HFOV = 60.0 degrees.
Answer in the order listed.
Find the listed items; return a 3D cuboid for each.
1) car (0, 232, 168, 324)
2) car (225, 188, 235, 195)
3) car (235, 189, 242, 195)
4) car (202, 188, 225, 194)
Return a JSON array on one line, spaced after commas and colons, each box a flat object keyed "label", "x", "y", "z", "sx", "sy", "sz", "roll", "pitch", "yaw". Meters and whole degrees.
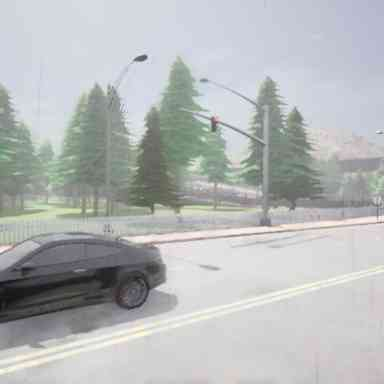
[{"label": "car", "x": -2.680, "y": 1.539, "z": 6.364, "sx": 4.674, "sy": 1.442, "sz": 1.812, "roll": 1, "pitch": 0, "yaw": -36}, {"label": "car", "x": 7.129, "y": -0.157, "z": 77.750, "sx": 1.837, "sy": 1.490, "sz": 4.892, "roll": 1, "pitch": 6, "yaw": -37}, {"label": "car", "x": 9.924, "y": -0.099, "z": 79.857, "sx": 2.128, "sy": 1.511, "sz": 4.902, "roll": 1, "pitch": 6, "yaw": -37}, {"label": "car", "x": 4.329, "y": -0.151, "z": 75.650, "sx": 2.033, "sy": 1.411, "sz": 5.357, "roll": 1, "pitch": 6, "yaw": -37}]
